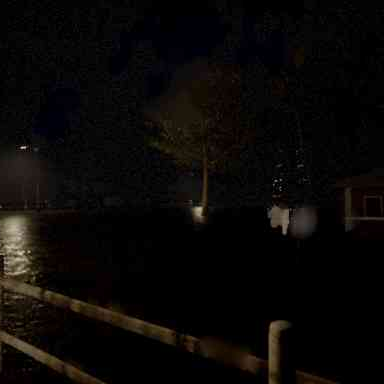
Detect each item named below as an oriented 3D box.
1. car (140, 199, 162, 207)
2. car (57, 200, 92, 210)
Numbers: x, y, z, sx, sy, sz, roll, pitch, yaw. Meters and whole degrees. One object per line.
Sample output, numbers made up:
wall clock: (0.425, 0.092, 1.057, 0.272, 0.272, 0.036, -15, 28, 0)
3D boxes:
car: (-7.960, 2.064, 64.807, 2.097, 1.767, 4.553, -2, -2, 36)
car: (-17.932, 1.957, 51.054, 2.033, 1.411, 5.357, -2, -2, 36)
